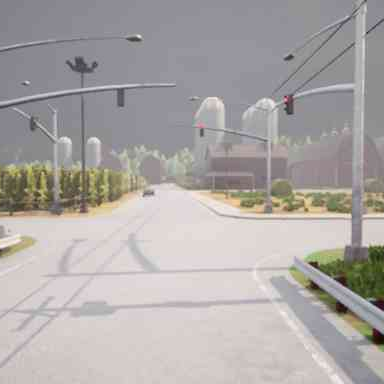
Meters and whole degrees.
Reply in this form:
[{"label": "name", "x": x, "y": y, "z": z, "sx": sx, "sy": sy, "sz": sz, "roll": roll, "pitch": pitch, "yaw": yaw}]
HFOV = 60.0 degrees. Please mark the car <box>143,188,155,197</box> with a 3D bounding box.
[{"label": "car", "x": -6.695, "y": 0.080, "z": 51.894, "sx": 1.895, "sy": 1.301, "sz": 4.718, "roll": 0, "pitch": 2, "yaw": -6}]
